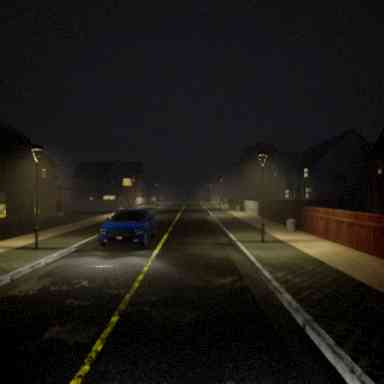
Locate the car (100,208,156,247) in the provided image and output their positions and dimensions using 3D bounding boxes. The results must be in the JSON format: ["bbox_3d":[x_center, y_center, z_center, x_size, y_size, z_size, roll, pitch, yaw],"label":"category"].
[{"bbox_3d":[-2.829,1.530,15.525,1.882,1.535,5.008,0,0,0],"label":"car"}]
